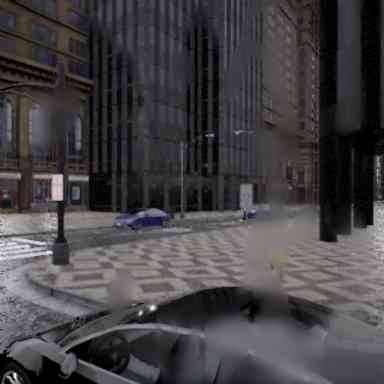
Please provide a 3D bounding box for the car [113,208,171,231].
[{"bbox_3d":[-3.370,1.837,23.258,1.812,1.442,4.674,0,-1,36],"label":"car"}]

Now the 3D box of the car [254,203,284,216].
[{"bbox_3d":[9.636,2.144,41.410,1.837,1.490,4.892,0,-1,36],"label":"car"}]

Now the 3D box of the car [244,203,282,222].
[{"bbox_3d":[6.827,1.863,32.026,2.097,1.767,4.553,0,-1,36],"label":"car"}]

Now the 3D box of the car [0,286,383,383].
[{"bbox_3d":[0.064,1.568,2.914,4.313,1.339,1.947,0,0,36],"label":"car"}]
